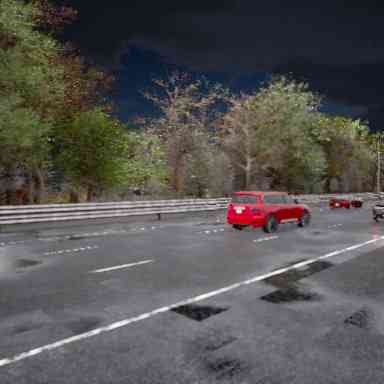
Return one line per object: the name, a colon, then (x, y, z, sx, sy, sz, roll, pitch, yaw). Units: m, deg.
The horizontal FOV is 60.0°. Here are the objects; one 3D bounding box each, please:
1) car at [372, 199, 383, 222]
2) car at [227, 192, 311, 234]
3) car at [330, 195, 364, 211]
car: (13.512, 1.170, 21.892, 4.902, 1.511, 2.128, -1, 1, -44)
car: (4.201, 0.994, 17.793, 5.566, 2.045, 2.150, -1, 1, -44)
car: (15.807, 1.024, 33.810, 5.008, 1.535, 1.882, -1, 1, -44)
